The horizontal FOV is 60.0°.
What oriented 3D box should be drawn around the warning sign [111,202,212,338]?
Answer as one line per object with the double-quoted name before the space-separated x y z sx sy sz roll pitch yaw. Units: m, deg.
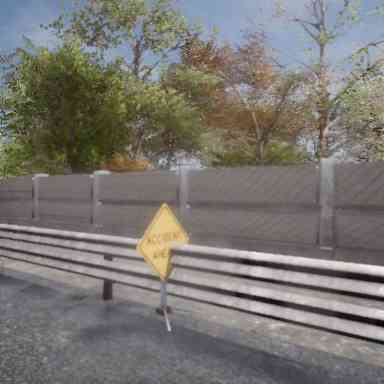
"warning sign" -0.476 1.118 5.495 1.060 1.860 1.300 0 0 35
